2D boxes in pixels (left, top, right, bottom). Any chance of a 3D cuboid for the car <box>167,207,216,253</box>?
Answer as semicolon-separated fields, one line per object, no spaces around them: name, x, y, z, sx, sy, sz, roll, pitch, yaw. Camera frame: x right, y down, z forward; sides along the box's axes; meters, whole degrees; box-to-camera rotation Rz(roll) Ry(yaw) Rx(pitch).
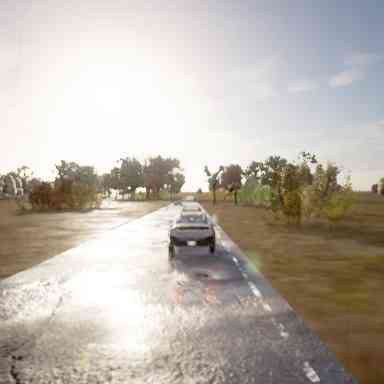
car;-0.011;1.632;14.290;2.128;1.511;4.902;0;0;0

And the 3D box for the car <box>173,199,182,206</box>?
car;-3.075;2.236;70.947;1.895;1.301;4.718;0;0;0

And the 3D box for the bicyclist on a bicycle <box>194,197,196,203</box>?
bicyclist on a bicycle;0.730;2.161;89.627;0.659;1.776;1.843;0;0;0

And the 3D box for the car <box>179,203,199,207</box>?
car;-0.030;1.879;29.099;1.895;1.301;4.718;0;0;0
